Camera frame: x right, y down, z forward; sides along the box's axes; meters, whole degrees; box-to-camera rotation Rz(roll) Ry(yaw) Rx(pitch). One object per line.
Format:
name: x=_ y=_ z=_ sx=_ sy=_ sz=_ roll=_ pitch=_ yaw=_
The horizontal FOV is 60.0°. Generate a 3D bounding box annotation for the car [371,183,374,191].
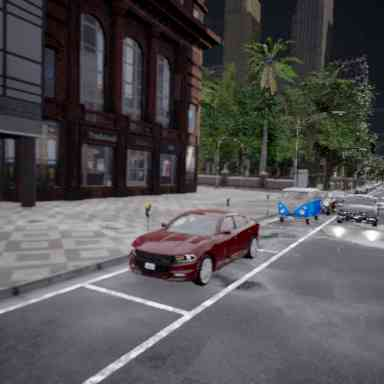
car: x=40.971 y=-0.937 z=78.011 sx=1.967 sy=1.590 sz=4.097 roll=3 pitch=3 yaw=30

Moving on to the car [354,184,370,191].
car: x=30.045 y=-0.288 z=59.294 sx=2.008 sy=1.369 sz=4.403 roll=3 pitch=3 yaw=30

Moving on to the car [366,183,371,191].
car: x=32.779 y=-0.532 z=63.969 sx=1.967 sy=1.590 sz=4.097 roll=3 pitch=3 yaw=30

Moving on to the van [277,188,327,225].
van: x=5.803 y=0.671 z=17.717 sx=1.690 sy=1.788 sz=3.998 roll=3 pitch=3 yaw=30

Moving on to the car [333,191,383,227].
car: x=9.232 y=0.926 z=18.311 sx=1.837 sy=1.490 sz=4.892 roll=4 pitch=3 yaw=30

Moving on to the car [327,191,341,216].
car: x=8.533 y=0.640 z=22.407 sx=1.967 sy=1.590 sz=4.097 roll=3 pitch=3 yaw=30

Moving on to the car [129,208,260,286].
car: x=0.330 y=1.133 z=8.355 sx=1.887 sy=1.381 sz=4.507 roll=3 pitch=3 yaw=30

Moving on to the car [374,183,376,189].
car: x=43.706 y=-1.198 z=82.685 sx=2.192 sy=1.841 sz=5.009 roll=3 pitch=3 yaw=30
